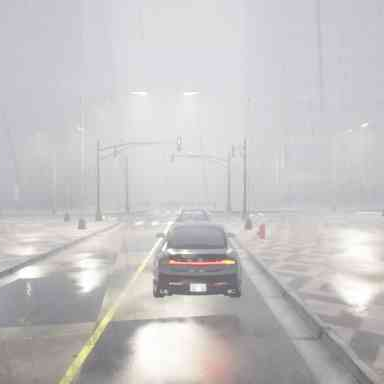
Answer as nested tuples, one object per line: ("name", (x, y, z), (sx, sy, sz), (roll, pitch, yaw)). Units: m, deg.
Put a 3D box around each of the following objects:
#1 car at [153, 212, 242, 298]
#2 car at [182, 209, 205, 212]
("car", (0.103, 1.502, 8.510), (1.837, 1.490, 4.892), (0, 0, 0))
("car", (0.066, 1.556, 17.413), (1.994, 1.385, 4.181), (0, 0, 1))
